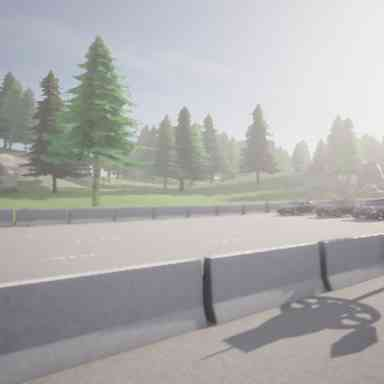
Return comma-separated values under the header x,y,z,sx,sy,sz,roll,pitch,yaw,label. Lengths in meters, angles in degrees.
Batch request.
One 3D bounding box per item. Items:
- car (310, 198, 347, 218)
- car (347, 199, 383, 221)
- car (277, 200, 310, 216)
x,y,z,sx,sy,sz,roll,pitch,yaw,label
13.418,1.412,30.740,4.553,1.767,2.097,0,0,-35,car
15.453,1.413,27.894,4.553,1.767,2.097,0,0,-35,car
10.485,1.569,32.951,4.892,1.490,1.837,0,0,-35,car
